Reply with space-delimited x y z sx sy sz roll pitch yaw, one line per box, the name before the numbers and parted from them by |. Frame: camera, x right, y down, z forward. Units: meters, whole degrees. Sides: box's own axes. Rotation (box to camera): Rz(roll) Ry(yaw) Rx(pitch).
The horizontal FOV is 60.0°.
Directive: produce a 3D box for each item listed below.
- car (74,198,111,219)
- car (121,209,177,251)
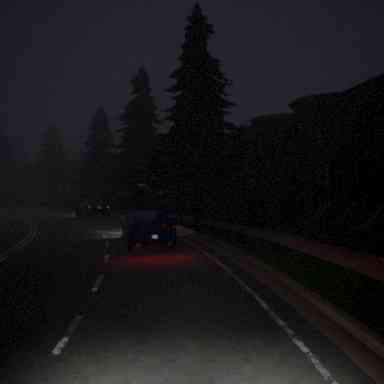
car | -8.752 1.320 29.001 2.097 1.767 4.553 0 0 -33
car | -1.960 1.462 14.254 1.882 1.535 5.008 0 -1 -15
